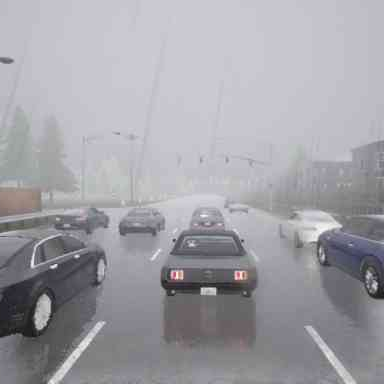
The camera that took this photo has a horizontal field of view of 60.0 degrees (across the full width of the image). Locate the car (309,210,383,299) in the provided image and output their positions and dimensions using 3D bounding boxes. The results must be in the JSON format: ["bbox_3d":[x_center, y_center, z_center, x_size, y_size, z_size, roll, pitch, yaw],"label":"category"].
[{"bbox_3d":[4.873,1.351,8.574,2.097,1.767,4.553,0,0,2],"label":"car"}]

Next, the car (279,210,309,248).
[{"bbox_3d":[5.132,1.526,14.598,1.812,1.442,4.674,0,0,2],"label":"car"}]

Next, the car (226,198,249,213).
[{"bbox_3d":[5.071,1.601,36.581,1.895,1.301,4.718,0,0,3],"label":"car"}]

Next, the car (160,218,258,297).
[{"bbox_3d":[0.417,1.601,8.539,1.895,1.301,4.718,0,0,2],"label":"car"}]

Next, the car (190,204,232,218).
[{"bbox_3d":[0.829,1.547,18.122,2.033,1.411,5.357,0,0,2],"label":"car"}]

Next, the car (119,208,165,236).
[{"bbox_3d":[-2.658,1.564,18.466,1.994,1.385,4.181,0,0,2],"label":"car"}]

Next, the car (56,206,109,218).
[{"bbox_3d":[-6.143,1.526,18.909,1.812,1.442,4.674,0,0,3],"label":"car"}]

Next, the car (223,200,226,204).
[{"bbox_3d":[5.450,1.547,46.471,2.033,1.411,5.357,0,0,2],"label":"car"}]

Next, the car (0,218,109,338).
[{"bbox_3d":[-3.169,1.503,6.609,1.837,1.490,4.892,0,0,2],"label":"car"}]
